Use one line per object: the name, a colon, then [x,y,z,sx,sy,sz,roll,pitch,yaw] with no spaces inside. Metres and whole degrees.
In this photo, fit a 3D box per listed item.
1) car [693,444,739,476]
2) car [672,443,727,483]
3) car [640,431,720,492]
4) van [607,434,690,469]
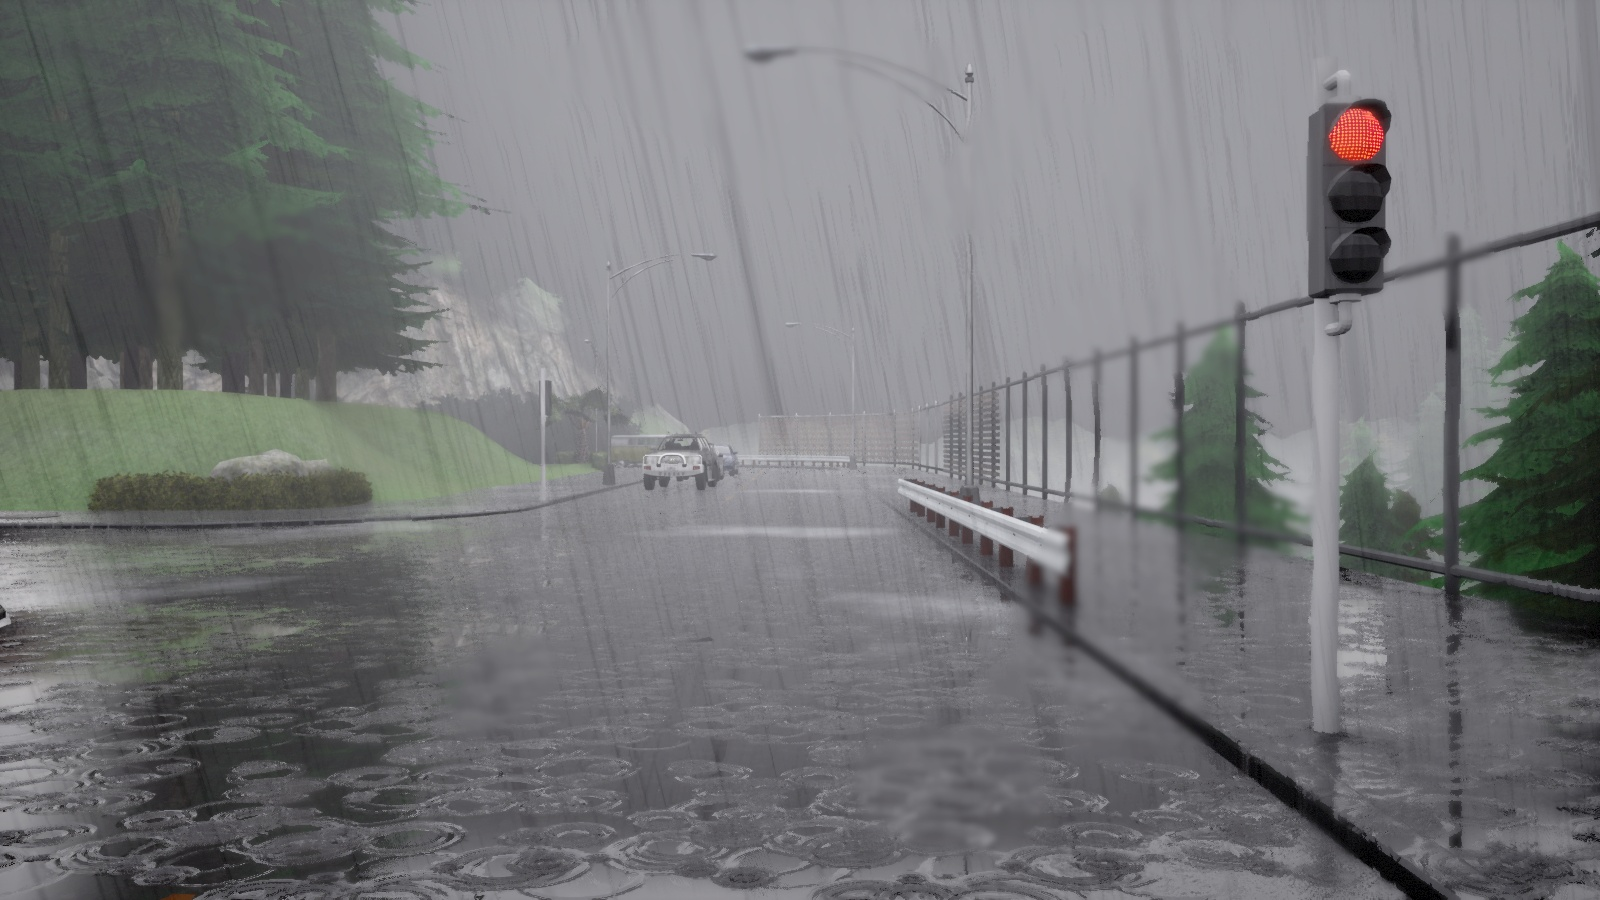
car: [-3.869,0.439,58.518,1.812,1.442,4.674,0,0,0]
car: [-3.912,0.478,49.425,1.845,1.501,3.633,0,0,0]
car: [-3.834,0.330,40.803,1.932,1.855,4.605,0,0,3]
van: [-8.753,0.082,72.763,4.442,1.987,1.775,0,0,15]
